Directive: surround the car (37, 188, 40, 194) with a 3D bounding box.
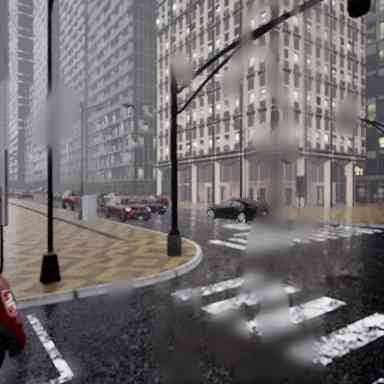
[{"bbox_3d":[-36.535,-0.363,81.744,2.192,1.841,5.009,1,0,-36],"label":"car"}]

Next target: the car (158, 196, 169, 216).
[{"bbox_3d":[-3.857,1.168,26.140,1.895,1.301,4.718,0,1,-36],"label":"car"}]

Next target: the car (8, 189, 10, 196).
[{"bbox_3d":[-33.569,0.205,63.203,1.887,1.381,4.507,1,0,-36],"label":"car"}]

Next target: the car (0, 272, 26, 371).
[{"bbox_3d":[-4.175,1.441,3.584,4.097,1.590,1.967,0,0,-35],"label":"car"}]

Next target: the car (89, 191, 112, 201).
[{"bbox_3d":[-13.814,0.637,50.011,1.947,1.339,4.313,1,0,-36],"label":"car"}]

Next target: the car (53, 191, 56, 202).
[{"bbox_3d":[-17.593,0.603,45.417,2.128,1.511,4.902,0,1,-35],"label":"car"}]

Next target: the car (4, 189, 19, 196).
[{"bbox_3d":[-36.815,0.104,67.735,2.008,1.369,4.403,1,0,-36],"label":"car"}]

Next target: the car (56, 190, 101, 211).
[{"bbox_3d":[-10.844,0.725,31.479,2.192,1.841,5.009,1,0,-36],"label":"car"}]

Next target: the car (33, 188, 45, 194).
[{"bbox_3d":[-39.788,-0.219,86.279,1.947,1.339,4.313,1,0,-36],"label":"car"}]

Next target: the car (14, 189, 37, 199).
[{"bbox_3d":[-27.078,0.419,54.139,1.887,1.381,4.507,1,0,-36],"label":"car"}]

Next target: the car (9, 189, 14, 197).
[{"bbox_3d":[-30.323,0.318,58.671,2.008,1.369,4.403,1,0,-36],"label":"car"}]

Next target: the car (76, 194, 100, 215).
[{"bbox_3d":[-7.606,1.099,26.948,1.802,1.307,4.206,1,0,-36],"label":"car"}]

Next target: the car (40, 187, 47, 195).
[{"bbox_3d":[-33.294,-0.027,77.212,1.887,1.381,4.507,1,0,-36],"label":"car"}]

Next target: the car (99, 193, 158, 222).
[{"bbox_3d":[-4.356,1.065,22.416,1.967,1.590,4.097,1,0,-36],"label":"car"}]

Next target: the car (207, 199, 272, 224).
[{"bbox_3d":[3.001,1.179,22.031,1.882,1.535,5.008,0,1,-35],"label":"car"}]
